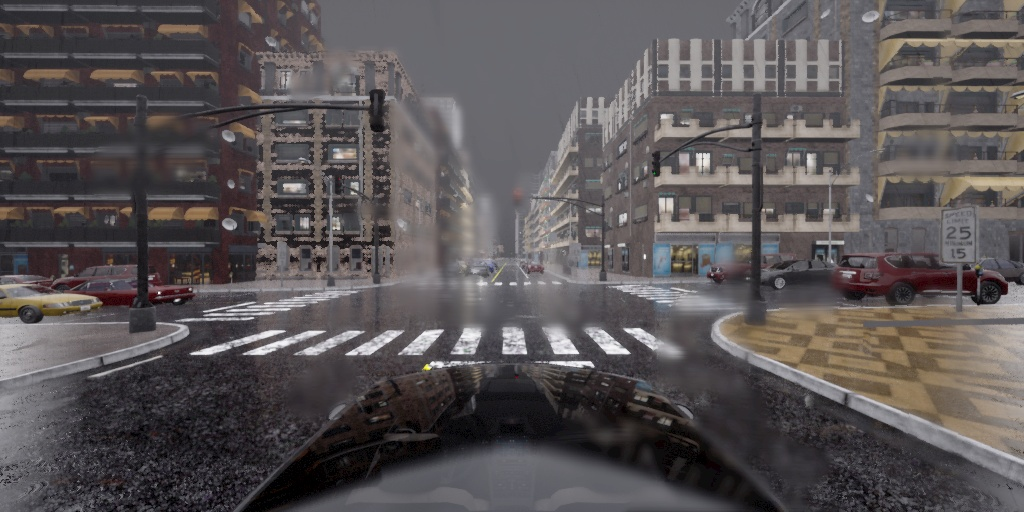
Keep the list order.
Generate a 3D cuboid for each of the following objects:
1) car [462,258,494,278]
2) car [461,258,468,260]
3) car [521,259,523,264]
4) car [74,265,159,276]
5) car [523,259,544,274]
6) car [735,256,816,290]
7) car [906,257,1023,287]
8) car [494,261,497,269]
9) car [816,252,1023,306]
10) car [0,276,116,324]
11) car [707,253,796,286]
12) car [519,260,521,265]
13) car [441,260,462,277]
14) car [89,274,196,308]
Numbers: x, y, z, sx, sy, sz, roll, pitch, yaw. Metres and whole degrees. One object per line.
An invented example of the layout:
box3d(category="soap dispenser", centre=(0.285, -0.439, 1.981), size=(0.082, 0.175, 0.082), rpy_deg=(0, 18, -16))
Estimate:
box3d(category="car", centre=(-3.165, 1.247, 34.029), size=(2.128, 1.511, 4.902), rpy_deg=(0, 0, 0))
box3d(category="car", centre=(-5.769, 1.284, 40.666), size=(1.751, 1.417, 4.829), rpy_deg=(0, 0, 0))
box3d(category="car", centre=(2.600, 1.200, 46.537), size=(1.967, 1.591, 4.097), rpy_deg=(0, 0, 0))
box3d(category="car", centre=(-23.638, 1.462, 21.088), size=(5.009, 1.841, 2.192), rpy_deg=(0, 0, -1))
box3d(category="car", centre=(2.611, 1.198, 40.855), size=(1.967, 1.591, 4.097), rpy_deg=(0, 0, 0))
box3d(category="car", centre=(14.936, 0.947, 18.944), size=(4.892, 1.490, 1.837), rpy_deg=(-1, 0, -1))
box3d(category="car", centre=(24.727, 0.807, 19.052), size=(5.357, 1.411, 2.033), rpy_deg=(-1, 0, -1))
box3d(category="car", centre=(-3.185, 1.237, 44.233), size=(1.882, 1.535, 5.008), rpy_deg=(0, 0, 0))
box3d(category="car", centre=(14.687, 0.775, 13.151), size=(5.009, 1.841, 2.192), rpy_deg=(0, 0, -1))
box3d(category="car", centre=(-17.652, 1.585, 12.804), size=(4.829, 1.417, 1.751), rpy_deg=(0, 0, -1))
box3d(category="car", centre=(14.536, 0.759, 21.530), size=(5.009, 1.841, 2.192), rpy_deg=(0, 0, -1))
box3d(category="car", centre=(2.577, 1.349, 57.902), size=(1.802, 1.307, 4.207), rpy_deg=(0, 0, 0))
box3d(category="car", centre=(-5.757, 1.322, 35.154), size=(1.948, 1.339, 4.313), rpy_deg=(0, 0, 0))
box3d(category="car", centre=(-16.601, 1.633, 15.401), size=(4.718, 1.301, 1.895), rpy_deg=(-1, 0, 0))
